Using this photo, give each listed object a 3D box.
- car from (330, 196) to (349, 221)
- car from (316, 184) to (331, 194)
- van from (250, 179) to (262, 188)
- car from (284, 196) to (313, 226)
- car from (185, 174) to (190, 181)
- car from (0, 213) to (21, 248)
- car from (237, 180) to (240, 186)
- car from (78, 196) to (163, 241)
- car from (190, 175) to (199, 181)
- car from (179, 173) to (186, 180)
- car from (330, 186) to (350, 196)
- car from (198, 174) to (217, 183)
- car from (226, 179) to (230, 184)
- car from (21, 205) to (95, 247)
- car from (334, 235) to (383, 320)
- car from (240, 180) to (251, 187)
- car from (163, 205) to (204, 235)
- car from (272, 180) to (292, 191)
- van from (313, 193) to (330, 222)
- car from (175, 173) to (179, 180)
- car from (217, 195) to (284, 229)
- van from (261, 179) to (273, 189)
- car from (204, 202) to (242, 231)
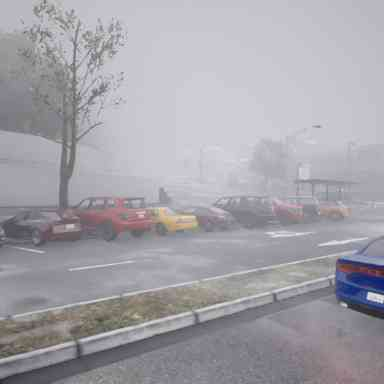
[{"bbox_3d":[10.263,1.402,27.294,4.553,1.767,2.185,-1,-1,35],"label":"car"},{"bbox_3d":[23.497,-0.427,58.244,2.435,2.045,5.566,7,3,35],"label":"car"},{"bbox_3d":[14.811,-1.765,70.473,1.878,1.987,4.442,7,4,35],"label":"van"},{"bbox_3d":[5.312,1.266,23.879,5.566,2.045,2.435,-1,-1,35],"label":"car"},{"bbox_3d":[0.934,-3.852,90.238,2.185,1.767,4.553,6,3,34],"label":"car"},{"bbox_3d":[-9.432,1.493,13.486,4.892,1.521,2.231,-1,-1,35],"label":"car"},{"bbox_3d":[11.411,-2.045,75.529,2.002,1.452,4.674,7,4,35],"label":"car"},{"bbox_3d":[-4.563,1.247,16.973,5.566,2.045,2.435,-1,-1,35],"label":"car"},{"bbox_3d":[2.726,-3.700,87.770,2.435,2.045,5.566,7,3,34],"label":"car"},{"bbox_3d":[-0.793,-4.086,92.710,2.185,1.767,4.553,4,1,34],"label":"car"},{"bbox_3d":[25.185,0.135,55.770,2.002,1.452,4.674,7,3,35],"label":"car"},{"bbox_3d":[4.574,-3.177,85.509,1.946,1.575,5.366,7,3,34],"label":"car"},{"bbox_3d":[9.671,-2.318,77.993,2.002,1.452,4.674,7,3,35],"label":"car"},{"bbox_3d":[-7.010,1.524,15.230,4.792,1.488,2.163,-1,-1,35],"label":"car"},{"bbox_3d":[4.864,1.487,6.585,5.008,1.535,1.882,0,0,-35],"label":"car"},{"bbox_3d":[13.240,-1.813,73.206,1.946,1.575,5.366,7,3,35],"label":"car"},{"bbox_3d":[-2.241,1.502,18.797,5.366,1.575,1.946,-1,-1,35],"label":"car"},{"bbox_3d":[18.295,-0.994,65.636,2.231,1.521,4.892,7,3,35],"label":"car"},{"bbox_3d":[7.852,1.296,25.546,4.442,1.987,1.878,-1,-1,35],"label":"van"},{"bbox_3d":[-2.562,-4.363,95.060,2.435,2.045,5.566,1,-1,34],"label":"car"},{"bbox_3d":[2.796,1.262,22.177,5.566,2.045,2.435,-1,-1,35],"label":"car"},{"bbox_3d":[16.537,-1.492,68.000,1.878,1.987,4.442,7,4,35],"label":"van"},{"bbox_3d":[0.367,1.548,20.422,4.674,1.452,2.002,-1,-1,35],"label":"car"}]
